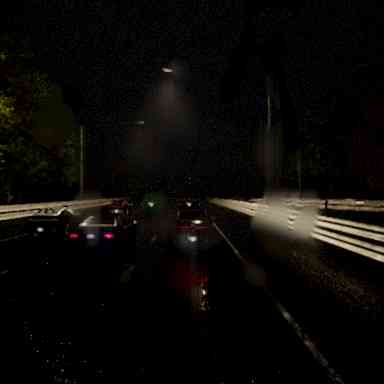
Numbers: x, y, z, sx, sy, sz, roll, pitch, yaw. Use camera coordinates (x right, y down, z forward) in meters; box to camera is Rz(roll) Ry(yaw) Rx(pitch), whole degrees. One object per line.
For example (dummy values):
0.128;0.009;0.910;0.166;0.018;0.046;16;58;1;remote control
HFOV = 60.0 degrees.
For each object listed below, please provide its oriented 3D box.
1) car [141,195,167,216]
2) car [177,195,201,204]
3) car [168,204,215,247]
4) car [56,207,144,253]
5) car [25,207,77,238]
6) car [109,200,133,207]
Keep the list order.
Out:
-3.802;1.294;33.385;2.150;2.045;5.566;0;0;-1;car
-0.303;1.293;33.466;2.150;2.045;5.566;0;0;-1;car
0.001;1.530;15.044;1.837;1.490;4.892;0;0;-1;car
-3.483;1.571;13.868;2.033;1.411;5.357;0;0;-1;car
-7.031;1.524;17.775;2.128;1.511;4.902;0;0;-1;car
-7.331;1.581;34.431;1.837;1.490;4.892;0;0;-1;car
